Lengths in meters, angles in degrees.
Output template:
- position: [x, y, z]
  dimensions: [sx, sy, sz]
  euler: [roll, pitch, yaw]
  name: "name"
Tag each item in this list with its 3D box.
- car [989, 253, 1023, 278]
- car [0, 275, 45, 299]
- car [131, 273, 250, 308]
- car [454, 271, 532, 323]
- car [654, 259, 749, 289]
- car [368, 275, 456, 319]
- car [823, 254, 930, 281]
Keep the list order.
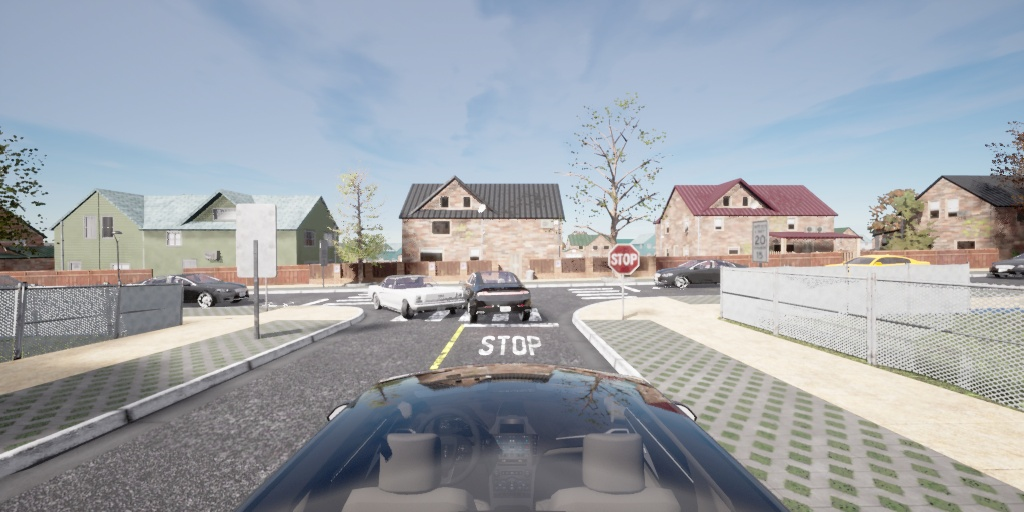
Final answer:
- position: [29.385, 0.478, 19.673]
  dimensions: [4.902, 1.511, 2.128]
  euler: [-1, 1, 0]
  name: "car"
- position: [-24.240, 1.648, 16.507]
  dimensions: [4.553, 1.767, 2.097]
  euler: [-1, 1, 0]
  name: "car"
- position: [-14.903, 1.567, 16.547]
  dimensions: [4.902, 1.511, 2.128]
  euler: [-1, 1, 0]
  name: "car"
- position: [-0.686, 1.243, 12.192]
  dimensions: [2.128, 1.511, 4.902]
  euler: [0, 0, -12]
  name: "car"
- position: [10.330, 0.926, 19.600]
  dimensions: [4.902, 1.511, 2.128]
  euler: [-1, 1, 0]
  name: "car"
- position: [-3.602, 1.368, 13.051]
  dimensions: [1.895, 1.301, 4.718]
  euler: [0, 0, -38]
  name: "car"
- position: [19.761, 0.690, 19.637]
  dimensions: [5.008, 1.535, 1.882]
  euler: [-1, 1, -1]
  name: "car"
